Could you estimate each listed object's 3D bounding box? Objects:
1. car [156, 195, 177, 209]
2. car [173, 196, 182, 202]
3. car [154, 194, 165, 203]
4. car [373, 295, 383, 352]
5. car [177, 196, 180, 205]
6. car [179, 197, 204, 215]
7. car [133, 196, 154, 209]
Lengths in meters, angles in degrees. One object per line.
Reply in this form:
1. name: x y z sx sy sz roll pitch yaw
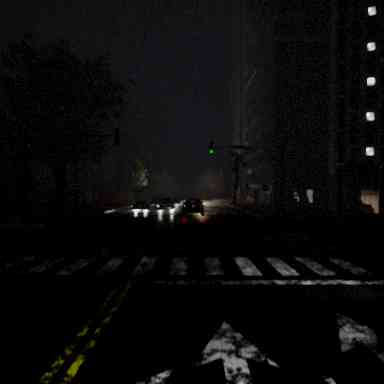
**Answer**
1. car: -3.325 1.504 44.303 1.837 1.490 4.892 0 0 0
2. car: -3.239 1.577 74.503 1.994 1.385 4.181 0 0 0
3. car: -6.518 1.490 60.991 1.882 1.535 5.008 0 0 1
4. car: 3.398 1.490 2.419 2.128 1.511 4.902 0 0 -4
5. car: -3.281 1.575 59.841 1.994 1.385 4.181 0 0 1
6. car: 0.107 1.346 33.538 2.097 1.767 4.553 0 0 0
7. car: -6.575 1.562 44.196 1.994 1.385 4.181 0 0 0
